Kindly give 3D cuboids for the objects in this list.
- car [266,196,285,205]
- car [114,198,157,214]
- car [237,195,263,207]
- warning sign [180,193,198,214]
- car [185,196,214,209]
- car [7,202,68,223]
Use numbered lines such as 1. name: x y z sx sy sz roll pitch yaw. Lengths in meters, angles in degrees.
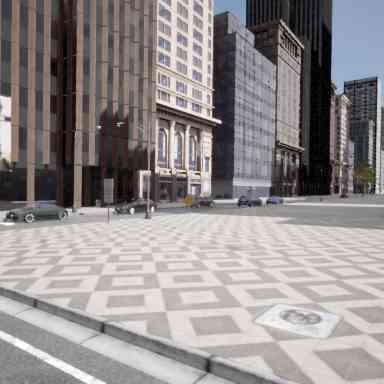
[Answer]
1. car: 13.943 1.362 55.474 1.994 1.385 4.181 1 1 35
2. car: -5.555 1.371 33.284 1.837 1.490 4.892 1 1 35
3. car: 8.341 1.193 47.469 2.097 1.767 4.553 1 1 36
4. warning sign: -0.265 1.077 30.688 1.300 1.860 1.060 1 1 35
5. car: 1.009 1.327 42.539 1.837 1.490 4.892 1 1 36
6. car: -11.471 1.470 24.932 1.994 1.385 4.181 1 1 35
